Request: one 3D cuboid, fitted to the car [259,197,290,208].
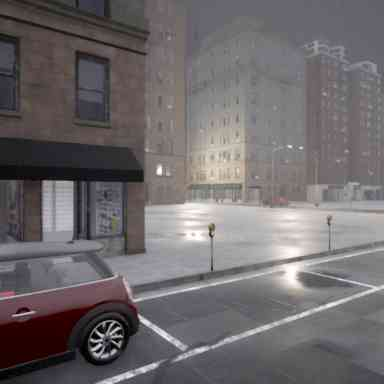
[{"bbox_3d":[11.490,1.380,46.472,1.812,1.442,4.674,0,0,-36],"label":"car"}]

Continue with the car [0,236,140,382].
[{"bbox_3d":[-2.830,1.440,4.168,4.097,1.590,1.967,0,0,-36],"label":"car"}]
